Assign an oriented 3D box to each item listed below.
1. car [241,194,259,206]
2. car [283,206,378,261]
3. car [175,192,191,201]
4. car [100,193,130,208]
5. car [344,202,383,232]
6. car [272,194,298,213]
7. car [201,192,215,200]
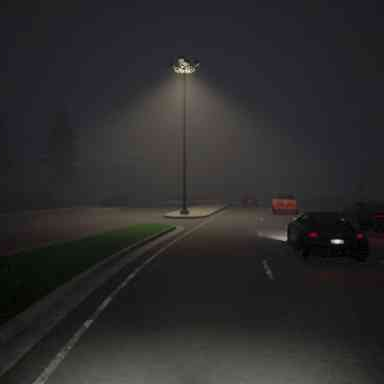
[{"bbox_3d":[7.281,0.934,41.484,1.812,1.442,4.674,0,1,13],"label":"car"},{"bbox_3d":[4.576,1.395,11.711,1.994,1.385,4.181,0,1,9],"label":"car"},{"bbox_3d":[-1.488,0.734,55.579,1.812,1.442,4.674,0,1,13],"label":"car"},{"bbox_3d":[-8.921,0.926,38.678,1.882,1.535,5.008,0,1,13],"label":"car"},{"bbox_3d":[9.097,1.232,17.145,1.882,1.535,5.008,0,1,11],"label":"car"},{"bbox_3d":[8.319,0.923,30.055,2.097,1.767,4.553,0,1,13],"label":"car"},{"bbox_3d":[2.926,0.707,59.060,2.033,1.411,5.357,0,1,13],"label":"car"}]
